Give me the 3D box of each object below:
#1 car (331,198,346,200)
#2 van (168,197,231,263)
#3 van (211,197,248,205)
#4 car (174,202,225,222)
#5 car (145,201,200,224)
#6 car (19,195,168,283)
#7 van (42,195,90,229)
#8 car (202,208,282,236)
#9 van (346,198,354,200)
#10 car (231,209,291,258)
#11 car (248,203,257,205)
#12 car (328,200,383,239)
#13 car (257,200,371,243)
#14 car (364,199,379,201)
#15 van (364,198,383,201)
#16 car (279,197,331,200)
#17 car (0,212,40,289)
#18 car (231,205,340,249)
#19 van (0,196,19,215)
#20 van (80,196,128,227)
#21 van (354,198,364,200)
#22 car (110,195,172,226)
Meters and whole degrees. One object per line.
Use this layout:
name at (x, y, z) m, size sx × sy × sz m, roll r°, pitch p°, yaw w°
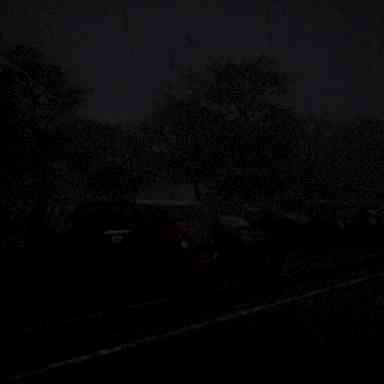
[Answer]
car at (14.100, 1.598, 38.294) m, size 2.435 × 2.045 × 5.566 m, roll 1°, pitch -1°, yaw -35°
van at (-0.945, 1.250, 11.417) m, size 1.878 × 1.987 × 4.442 m, roll 1°, pitch -1°, yaw -35°
van at (2.631, 1.436, 30.306) m, size 1.878 × 1.987 × 4.442 m, roll 1°, pitch -1°, yaw -35°
car at (0.543, 1.666, 28.673) m, size 2.002 × 1.452 × 4.674 m, roll 1°, pitch -1°, yaw -35°
car at (-1.711, 1.588, 27.064) m, size 2.097 × 1.535 × 5.008 m, roll 1°, pitch -1°, yaw -35°
car at (-3.290, 1.188, 9.925) m, size 2.435 × 2.045 × 5.566 m, roll 1°, pitch -1°, yaw -35°
van at (-8.549, 1.251, 22.345) m, size 1.878 × 1.987 × 4.442 m, roll 1°, pitch -1°, yaw -35°
car at (3.052, 1.702, 19.850) m, size 4.718 × 1.301 × 1.895 m, roll 1°, pitch 0°, yaw -35°
van at (16.407, 1.661, 39.828) m, size 1.878 × 1.987 × 4.442 m, roll 1°, pitch -1°, yaw -35°
car at (1.245, 1.554, 13.122) m, size 2.002 × 1.452 × 4.674 m, roll 1°, pitch -1°, yaw -35°
car at (4.951, 1.739, 31.818) m, size 2.002 × 1.452 × 4.674 m, roll 1°, pitch -1°, yaw -35°
car at (8.050, 1.500, 17.926) m, size 2.185 × 1.767 × 4.553 m, roll 1°, pitch -1°, yaw -35°
car at (5.789, 1.463, 16.316) m, size 2.185 × 1.767 × 4.553 m, roll 1°, pitch -1°, yaw -35°
car at (20.847, 1.961, 43.139) m, size 2.097 × 1.535 × 5.008 m, roll 1°, pitch -1°, yaw -35°
van at (23.185, 1.776, 44.664) m, size 1.878 × 1.987 × 4.442 m, roll 1°, pitch -1°, yaw -36°
car at (11.844, 1.561, 36.688) m, size 2.435 × 2.045 × 5.566 m, roll 1°, pitch -1°, yaw -35°
car at (-5.534, 1.461, 8.329) m, size 2.163 × 1.488 × 4.792 m, roll 0°, pitch 0°, yaw -35°
car at (3.511, 1.551, 14.726) m, size 2.097 × 1.535 × 5.008 m, roll 1°, pitch -1°, yaw -35°
van at (-10.778, 1.212, 20.472) m, size 1.878 × 1.987 × 4.442 m, roll 0°, pitch 0°, yaw -35°
van at (-6.394, 1.287, 23.880) m, size 1.878 × 1.987 × 4.442 m, roll 1°, pitch -1°, yaw -35°
van at (18.529, 1.698, 41.625) m, size 1.878 × 1.987 × 4.442 m, roll 1°, pitch -1°, yaw -35°
car at (-4.053, 1.298, 25.368) m, size 2.435 × 2.045 × 5.566 m, roll 1°, pitch -1°, yaw -35°
